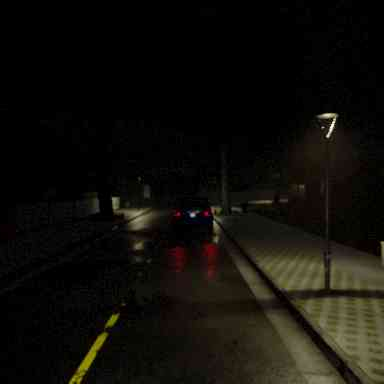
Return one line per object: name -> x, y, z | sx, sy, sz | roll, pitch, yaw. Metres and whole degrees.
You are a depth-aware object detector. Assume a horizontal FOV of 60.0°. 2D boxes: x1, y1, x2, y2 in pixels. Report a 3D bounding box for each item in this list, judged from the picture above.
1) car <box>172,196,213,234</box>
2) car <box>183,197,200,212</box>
car -> 0.032, 1.211, 19.156 | 2.150, 2.045, 5.566 | 0, 0, 0
car -> -0.036, 1.442, 38.615 | 1.882, 1.535, 5.008 | 0, 0, 0
